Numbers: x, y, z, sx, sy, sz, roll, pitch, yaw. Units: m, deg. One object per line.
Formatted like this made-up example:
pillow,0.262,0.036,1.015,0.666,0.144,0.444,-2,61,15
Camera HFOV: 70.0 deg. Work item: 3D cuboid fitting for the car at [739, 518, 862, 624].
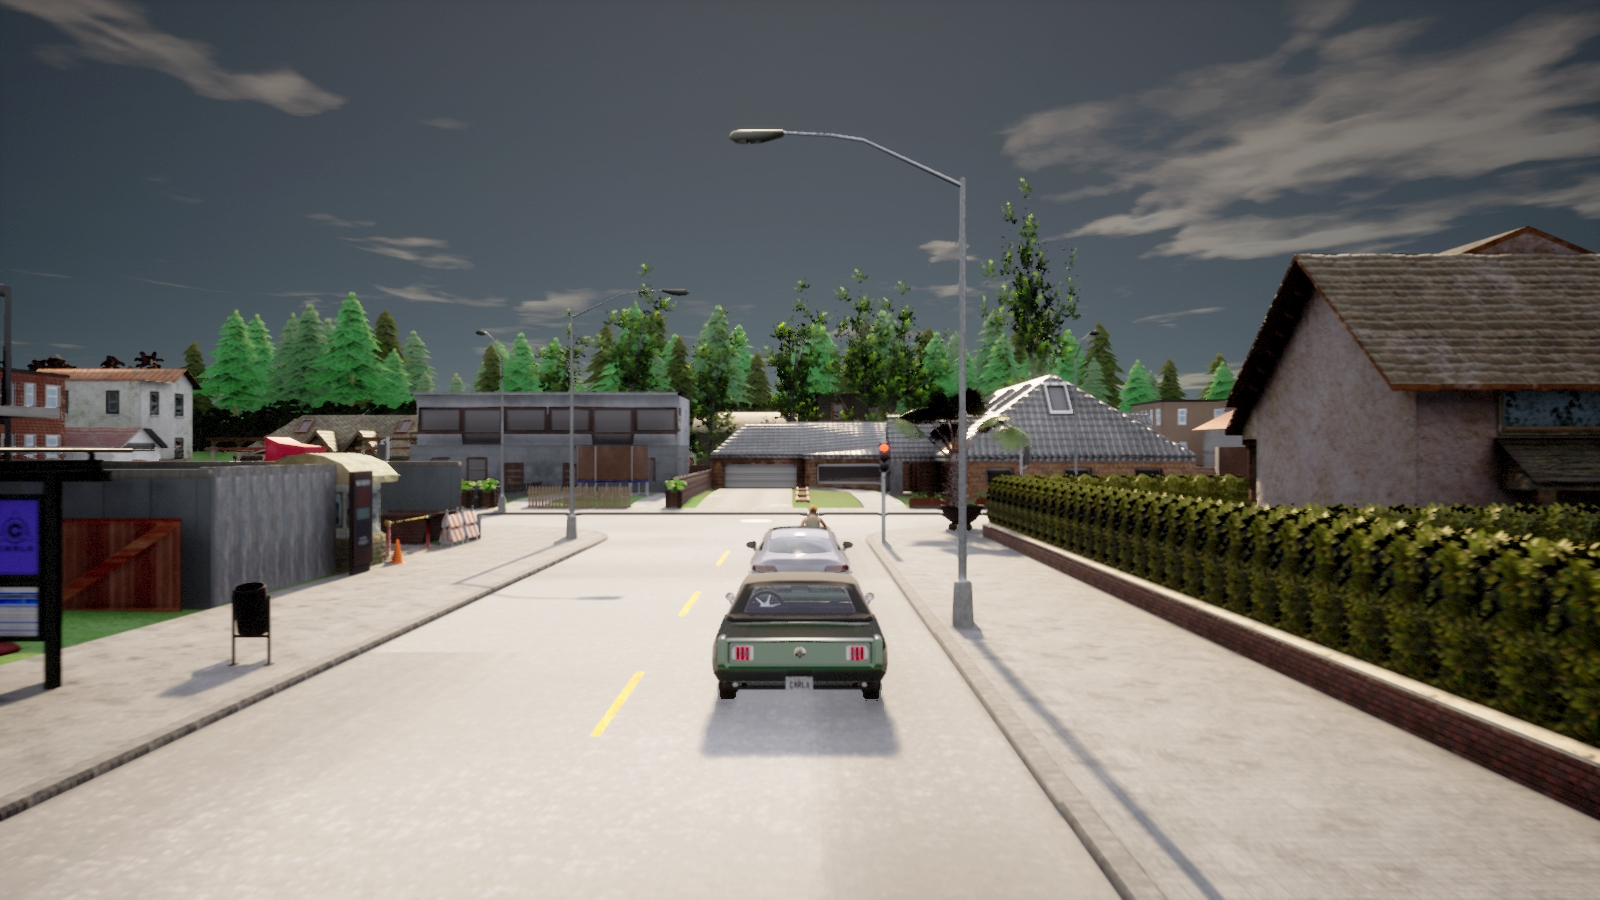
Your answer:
car,-0.003,2.096,20.826,2.002,1.442,4.674,0,0,0

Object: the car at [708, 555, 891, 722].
car,-0.001,2.166,14.184,1.895,1.301,4.718,0,0,0
